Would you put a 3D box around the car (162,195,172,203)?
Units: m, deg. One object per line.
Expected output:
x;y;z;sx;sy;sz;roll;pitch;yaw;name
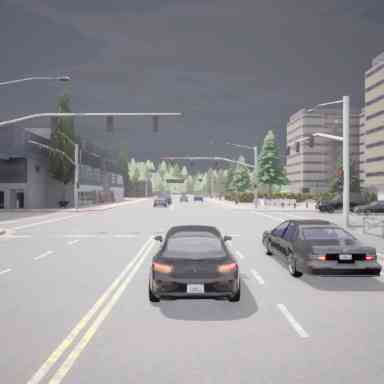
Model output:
-5.216;1.500;70.132;1.837;1.490;4.892;0;0;-1;car

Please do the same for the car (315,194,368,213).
16.286;1.222;35.903;5.566;2.045;2.150;0;0;-2;car

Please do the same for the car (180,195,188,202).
-1.865;1.540;76.204;2.033;1.411;5.357;0;0;-1;car

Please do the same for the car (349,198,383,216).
18.222;1.526;32.435;4.674;1.442;1.812;0;0;-2;car

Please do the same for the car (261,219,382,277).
3.533;1.547;10.177;2.033;1.411;5.357;0;0;0;car

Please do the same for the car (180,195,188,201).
-2.190;1.552;88.593;1.994;1.385;4.181;0;0;-1;car

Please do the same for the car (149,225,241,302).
0.036;1.526;8.120;1.812;1.442;4.674;0;0;-1;car

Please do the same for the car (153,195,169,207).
-4.780;1.526;50.346;1.812;1.442;4.674;0;0;-2;car

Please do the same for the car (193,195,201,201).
1.307;1.500;88.747;1.837;1.490;4.892;0;0;-1;car

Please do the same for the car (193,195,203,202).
1.569;1.478;78.609;1.882;1.535;5.008;0;0;-1;car

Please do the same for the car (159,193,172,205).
-5.017;1.221;59.772;2.150;2.045;5.566;0;0;-1;car
